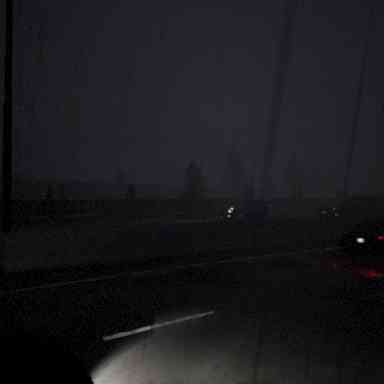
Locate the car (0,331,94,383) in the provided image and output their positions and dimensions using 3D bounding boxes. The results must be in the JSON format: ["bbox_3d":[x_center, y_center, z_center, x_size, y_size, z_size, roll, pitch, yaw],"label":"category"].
[{"bbox_3d":[-2.583,1.555,1.785,4.181,1.385,1.994,0,0,-36],"label":"car"}]

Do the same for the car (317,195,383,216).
[{"bbox_3d":[12.461,1.218,25.787,5.566,2.045,2.150,0,0,-21],"label":"car"}]

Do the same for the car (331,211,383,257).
[{"bbox_3d":[7.282,1.552,11.801,4.181,1.385,1.994,0,0,-28],"label":"car"}]

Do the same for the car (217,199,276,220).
[{"bbox_3d":[4.262,1.335,26.077,4.553,1.767,2.097,0,0,-24],"label":"car"}]
